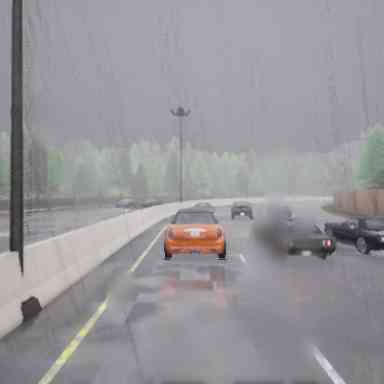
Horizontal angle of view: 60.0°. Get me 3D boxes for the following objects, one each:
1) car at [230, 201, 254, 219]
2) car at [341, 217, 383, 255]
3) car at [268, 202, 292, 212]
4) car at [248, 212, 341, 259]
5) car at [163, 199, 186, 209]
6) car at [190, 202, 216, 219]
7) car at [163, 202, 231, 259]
[{"bbox_3d":[4.542,1.596,30.288,1.837,1.490,4.892,0,0,7],"label":"car"},{"bbox_3d":[7.099,1.642,13.519,1.895,1.301,4.718,0,0,0],"label":"car"},{"bbox_3d":[8.200,1.620,31.250,1.812,1.442,4.674,0,0,8],"label":"car"},{"bbox_3d":[3.599,1.639,12.655,1.895,1.301,4.718,0,0,0],"label":"car"},{"bbox_3d":[-2.442,1.709,48.131,1.994,1.385,4.181,0,0,18],"label":"car"},{"bbox_3d":[1.095,1.657,30.777,1.994,1.385,4.181,0,0,7],"label":"car"},{"bbox_3d":[0.099,1.390,12.860,2.097,1.767,4.553,0,0,0],"label":"car"}]
